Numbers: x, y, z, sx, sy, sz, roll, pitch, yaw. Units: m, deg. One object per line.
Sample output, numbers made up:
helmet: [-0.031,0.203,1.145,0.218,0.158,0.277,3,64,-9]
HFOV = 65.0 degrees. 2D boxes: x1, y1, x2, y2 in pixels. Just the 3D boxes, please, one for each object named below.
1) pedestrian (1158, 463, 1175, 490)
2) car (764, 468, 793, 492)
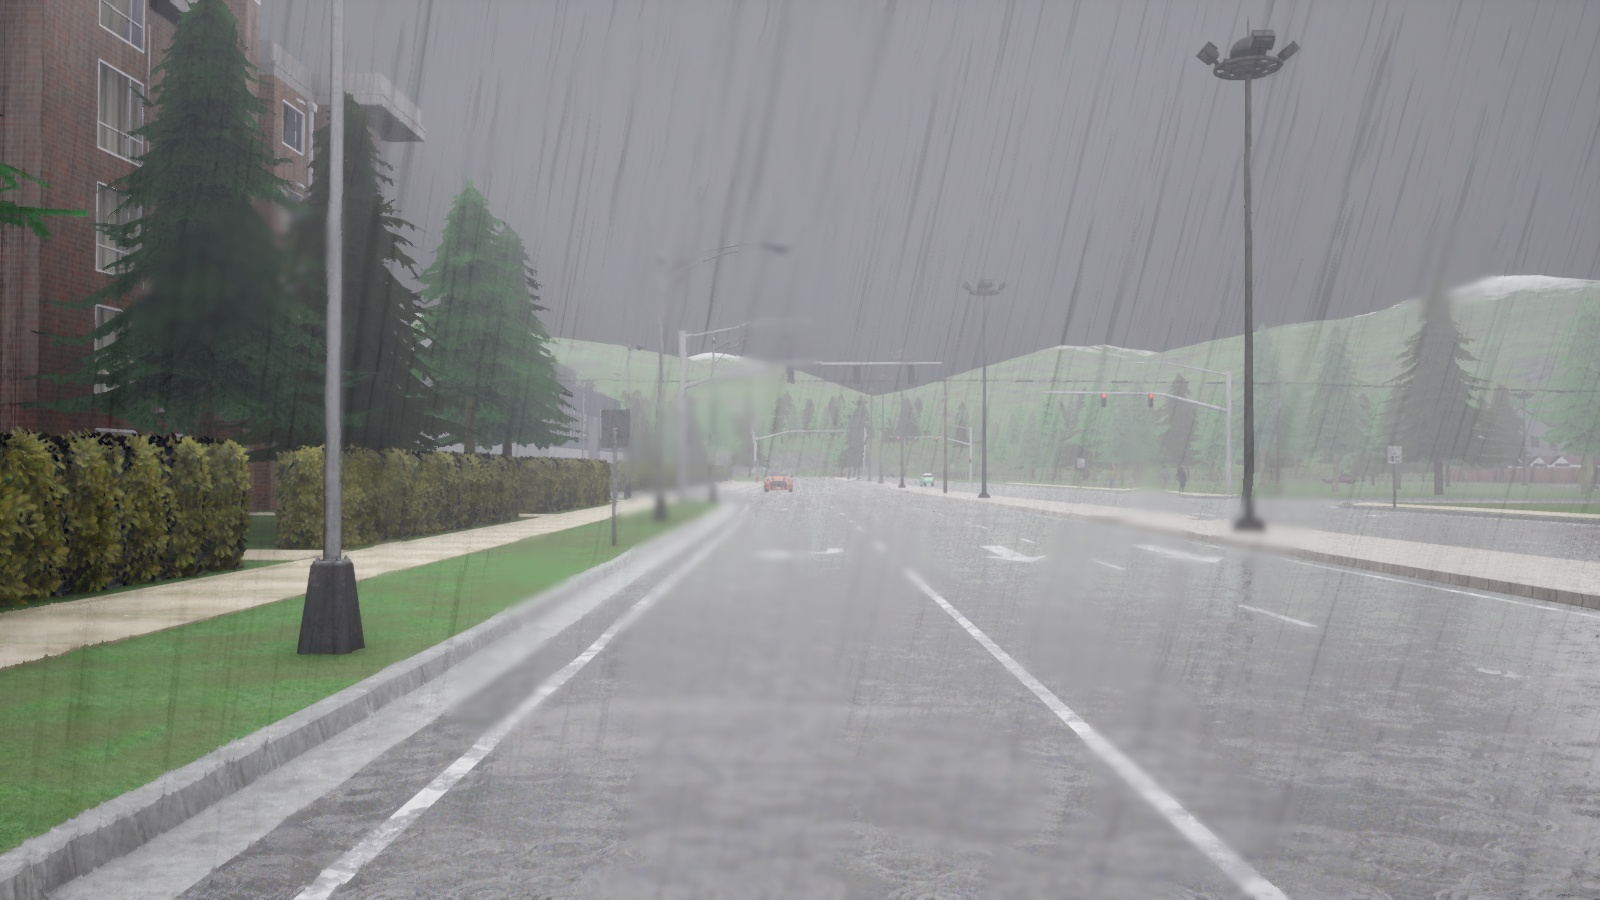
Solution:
pedestrian: [25.391,1.809,86.975,0.874,1.855,0.900,0,-1,1]
car: [-1.571,2.254,94.034,2.097,1.767,4.553,0,-1,0]
